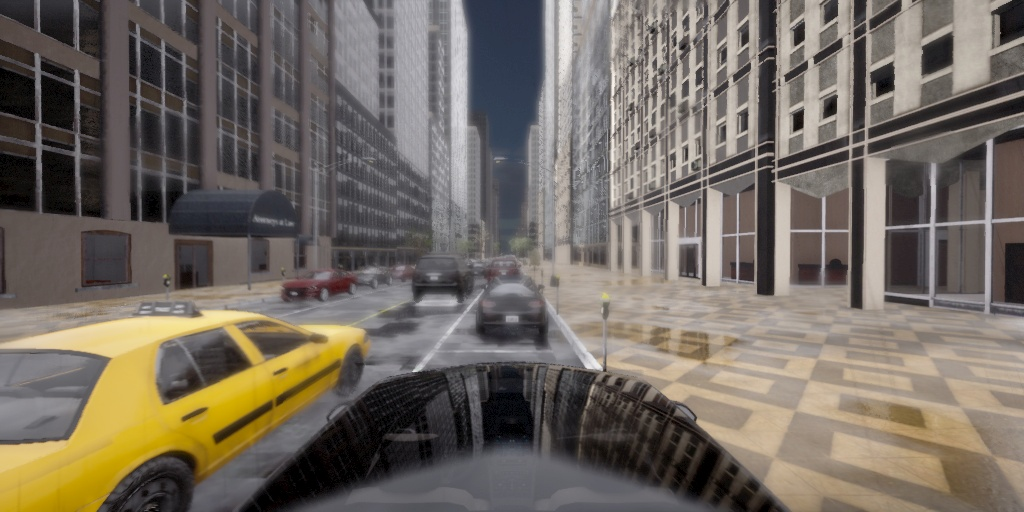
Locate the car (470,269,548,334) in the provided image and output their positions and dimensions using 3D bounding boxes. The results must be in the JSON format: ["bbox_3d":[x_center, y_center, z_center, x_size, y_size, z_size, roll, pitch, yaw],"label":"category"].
[{"bbox_3d":[0.003,1.274,10.501,1.812,1.442,4.674,0,0,0],"label":"car"}]

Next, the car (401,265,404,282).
[{"bbox_3d":[-8.837,1.327,28.206,1.802,1.307,4.207,0,0,0],"label":"car"}]

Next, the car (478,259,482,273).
[{"bbox_3d":[-3.119,1.270,33.492,1.812,1.442,4.674,0,0,1],"label":"car"}]

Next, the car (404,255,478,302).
[{"bbox_3d":[-3.136,0.972,17.171,2.150,2.045,5.566,0,0,0],"label":"car"}]

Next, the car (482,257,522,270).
[{"bbox_3d":[-0.457,1.061,22.523,2.192,1.841,5.009,0,0,0],"label":"car"}]

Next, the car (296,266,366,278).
[{"bbox_3d":[-8.837,1.292,16.839,1.888,1.381,4.507,0,0,0],"label":"car"}]

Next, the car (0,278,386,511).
[{"bbox_3d":[-3.146,1.205,3.563,1.801,1.575,5.366,0,0,0],"label":"car"}]

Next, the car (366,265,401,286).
[{"bbox_3d":[-8.838,1.297,22.523,2.007,1.370,4.403,0,0,0],"label":"car"}]
